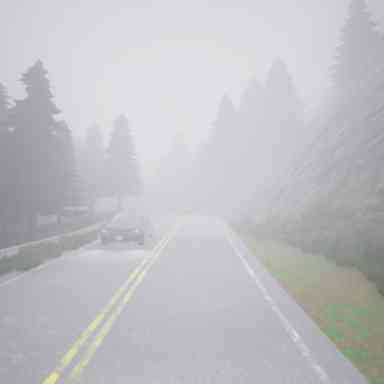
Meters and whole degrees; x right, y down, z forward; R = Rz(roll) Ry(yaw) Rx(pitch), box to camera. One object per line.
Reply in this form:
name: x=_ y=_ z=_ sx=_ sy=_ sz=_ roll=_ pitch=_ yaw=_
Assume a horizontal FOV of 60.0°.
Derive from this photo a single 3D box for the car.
car: x=-2.962 y=1.645 z=16.013 sx=1.812 sy=1.442 sz=4.674 roll=0 pitch=0 yaw=1
